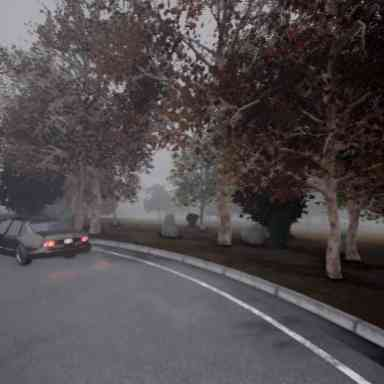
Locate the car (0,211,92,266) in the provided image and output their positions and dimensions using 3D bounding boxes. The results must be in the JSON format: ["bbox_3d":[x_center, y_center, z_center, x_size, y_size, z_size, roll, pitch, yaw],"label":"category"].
[{"bbox_3d":[-5.782,1.577,11.777,5.357,1.411,2.033,0,0,38],"label":"car"}]

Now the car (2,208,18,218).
[{"bbox_3d":[-40.950,4.730,75.080,2.150,2.045,5.566,-1,-5,-17],"label":"car"}]

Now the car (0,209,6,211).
[{"bbox_3d":[-37.707,4.302,65.111,2.033,1.411,5.357,-1,-5,-18],"label":"car"}]
